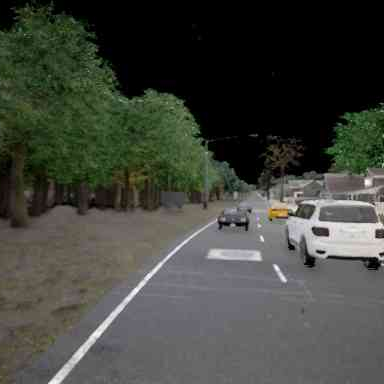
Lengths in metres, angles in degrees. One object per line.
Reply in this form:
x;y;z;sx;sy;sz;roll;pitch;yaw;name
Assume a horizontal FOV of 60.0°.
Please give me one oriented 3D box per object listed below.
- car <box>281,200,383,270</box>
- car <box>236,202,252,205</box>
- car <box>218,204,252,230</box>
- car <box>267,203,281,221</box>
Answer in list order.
4.711;1.298;11.681;2.150;2.045;5.566;1;0;7;car
6.592;1.902;42.310;1.994;1.385;4.181;1;0;11;car
2.847;1.714;22.065;1.895;1.301;4.718;1;0;10;car
7.844;1.740;29.905;1.882;1.535;5.008;1;0;10;car
